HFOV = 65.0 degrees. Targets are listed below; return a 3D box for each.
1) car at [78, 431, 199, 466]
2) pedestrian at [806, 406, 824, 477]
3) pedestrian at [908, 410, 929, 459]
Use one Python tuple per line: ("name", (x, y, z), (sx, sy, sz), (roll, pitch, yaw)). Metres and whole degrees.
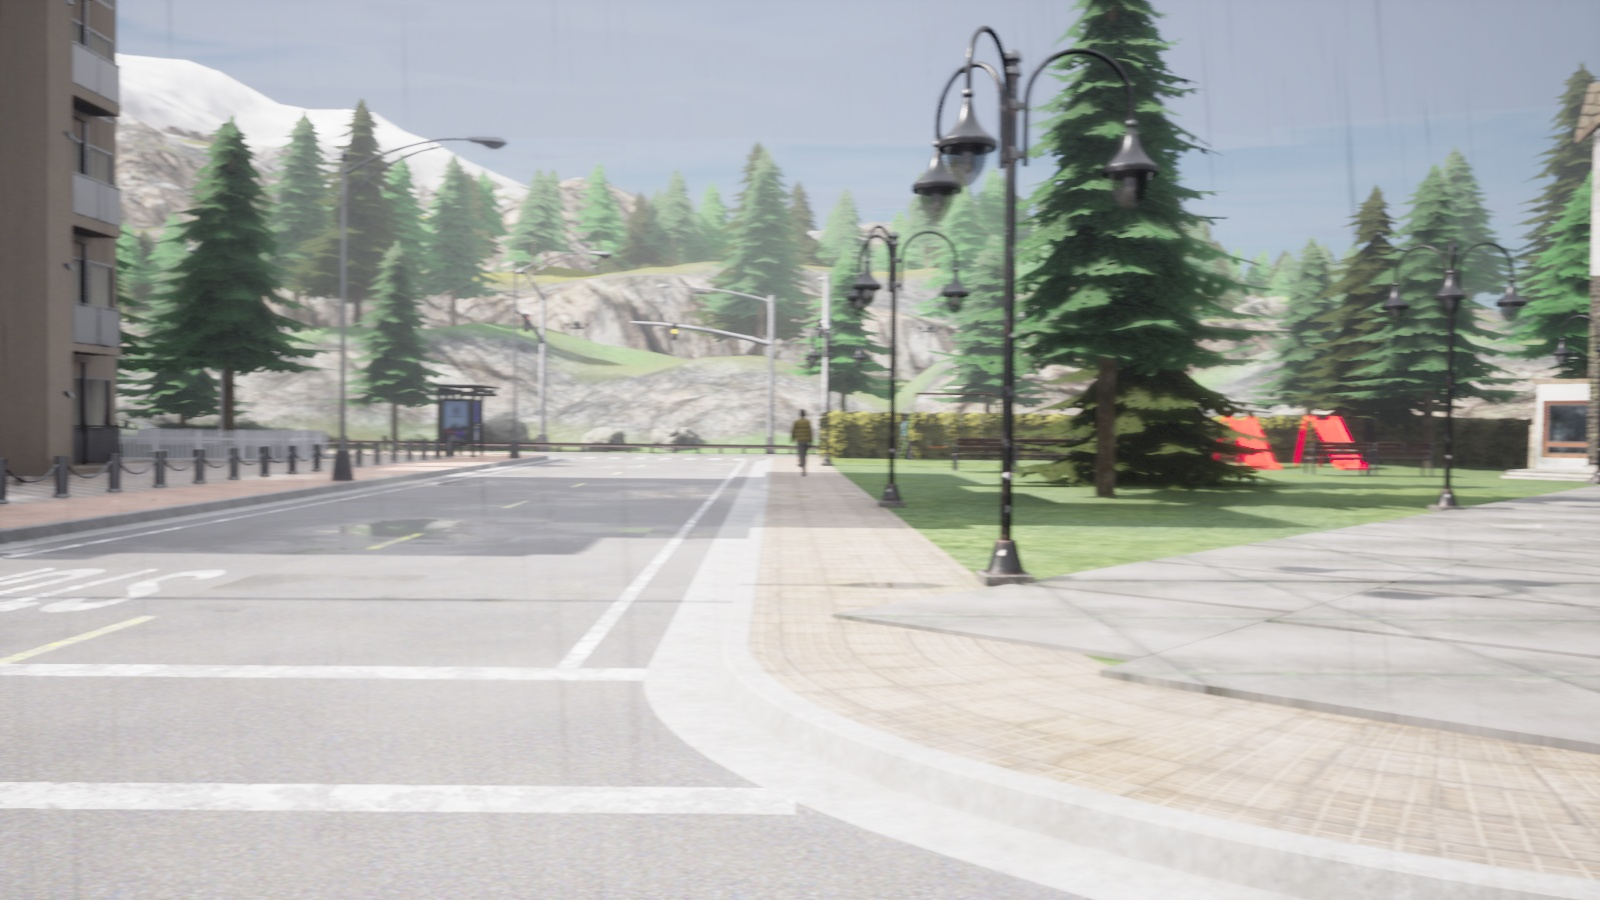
("car", (-30.517, -0.102, 58.038), (4.514, 1.525, 2.007), (-1, 1, 0))
("pedestrian", (0.393, -0.229, 33.180), (0.431, 1.840, 0.709), (-1, 1, -3))
("pedestrian", (4.674, -0.604, 49.628), (0.692, 1.930, 0.396), (0, 1, 32))
